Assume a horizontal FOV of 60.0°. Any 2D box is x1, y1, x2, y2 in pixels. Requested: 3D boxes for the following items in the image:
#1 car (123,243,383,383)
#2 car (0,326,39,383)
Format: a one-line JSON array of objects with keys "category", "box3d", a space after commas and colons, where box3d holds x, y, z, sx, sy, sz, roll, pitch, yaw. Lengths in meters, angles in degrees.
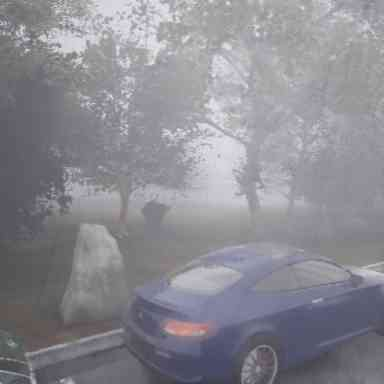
[{"category": "car", "box3d": [1.306, 1.517, 4.990, 4.674, 1.452, 2.002, 0, 0, -33]}, {"category": "car", "box3d": [-3.253, 1.356, 1.739, 4.553, 1.767, 2.185, 0, 0, -33]}]
